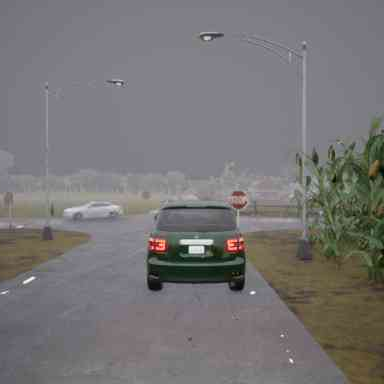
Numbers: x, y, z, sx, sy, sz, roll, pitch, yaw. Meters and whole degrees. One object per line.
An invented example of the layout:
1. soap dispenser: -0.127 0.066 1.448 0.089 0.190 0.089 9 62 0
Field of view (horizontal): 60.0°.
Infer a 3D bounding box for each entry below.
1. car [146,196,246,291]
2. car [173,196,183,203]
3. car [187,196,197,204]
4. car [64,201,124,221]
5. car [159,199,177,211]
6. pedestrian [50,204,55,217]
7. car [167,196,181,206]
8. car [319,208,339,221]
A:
1. car: 0.087 1.217 9.161 2.150 2.045 5.566 0 0 0
2. car: -2.883 1.559 68.858 1.994 1.385 4.181 0 0 0
3. car: -0.019 1.471 63.147 1.882 1.535 5.008 0 0 0
4. car: -7.874 1.476 26.955 4.674 1.442 1.812 -1 3 -32
5. car: -2.922 1.552 41.577 1.994 1.385 4.181 0 0 0
6. pedestrian: -12.236 1.612 29.175 0.500 1.100 0.500 0 2 0
7. car: -2.922 1.469 55.031 1.882 1.535 5.008 0 0 0
8. car: 12.561 1.468 26.235 4.902 1.511 2.128 0 2 -2
